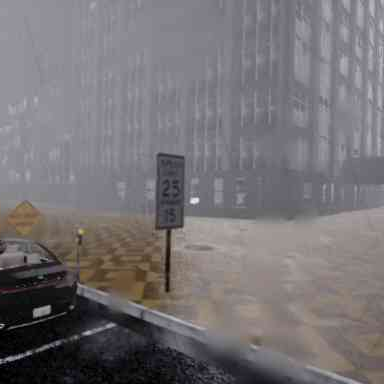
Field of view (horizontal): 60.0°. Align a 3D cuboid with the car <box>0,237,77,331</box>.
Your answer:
[{"bbox_3d":[-3.924,1.561,6.475,4.403,1.369,2.008,0,0,41],"label":"car"}]

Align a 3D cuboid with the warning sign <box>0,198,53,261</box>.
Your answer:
[{"bbox_3d":[-5.425,1.147,10.784,1.060,1.860,1.300,1,-1,41],"label":"warning sign"}]
